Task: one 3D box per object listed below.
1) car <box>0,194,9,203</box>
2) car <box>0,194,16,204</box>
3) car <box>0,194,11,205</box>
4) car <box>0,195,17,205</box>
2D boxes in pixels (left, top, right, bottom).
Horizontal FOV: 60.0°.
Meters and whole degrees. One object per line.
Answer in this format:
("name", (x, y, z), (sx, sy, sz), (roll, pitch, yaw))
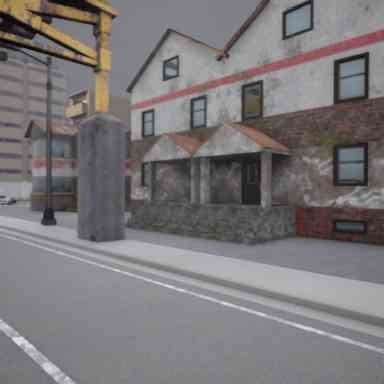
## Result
("car", (-29.043, 0.928, 47.956), (4.536, 1.218, 1.853), (0, 0, -20))
("car", (-26.349, 0.964, 44.823), (1.853, 1.218, 4.536), (1, 0, 25))
("car", (-29.092, 1.085, 47.938), (4.974, 1.542, 2.038), (0, 0, -20))
("car", (-26.371, 1.122, 44.777), (2.038, 1.542, 4.974), (1, 0, 25))
